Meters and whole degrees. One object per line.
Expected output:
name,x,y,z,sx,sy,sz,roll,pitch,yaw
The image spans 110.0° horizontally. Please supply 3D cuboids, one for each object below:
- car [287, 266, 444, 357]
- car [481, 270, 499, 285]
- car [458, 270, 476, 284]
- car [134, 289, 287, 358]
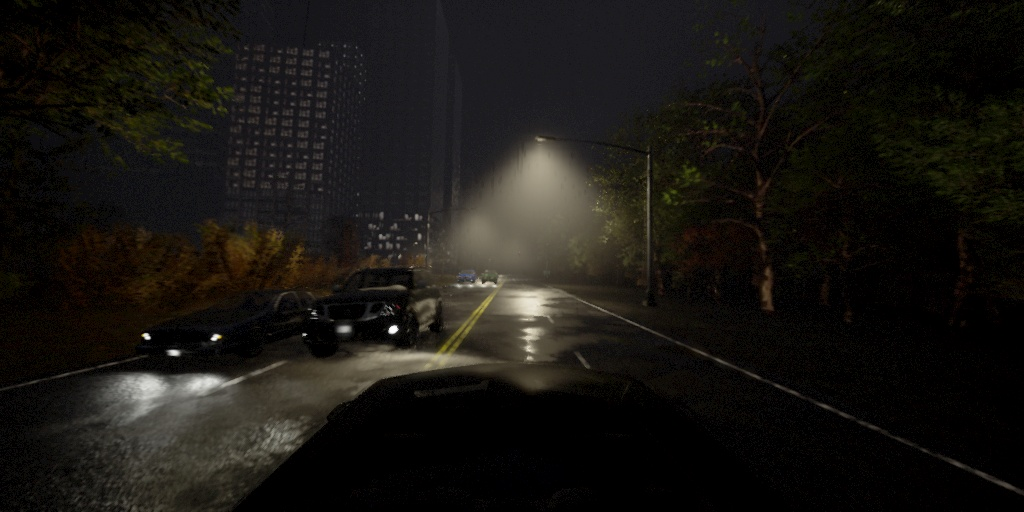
car,-3.377,1.314,9.966,2.150,2.045,5.566,-3,-4,0
car,-3.241,3.103,52.763,2.150,2.045,5.566,1,-2,1
car,-6.493,3.031,52.351,2.150,2.045,5.566,1,-2,1
car,-6.589,1.615,9.670,2.033,1.411,5.357,1,-2,0
